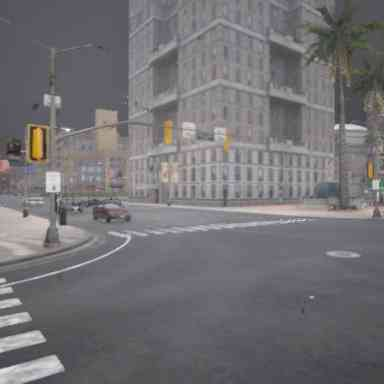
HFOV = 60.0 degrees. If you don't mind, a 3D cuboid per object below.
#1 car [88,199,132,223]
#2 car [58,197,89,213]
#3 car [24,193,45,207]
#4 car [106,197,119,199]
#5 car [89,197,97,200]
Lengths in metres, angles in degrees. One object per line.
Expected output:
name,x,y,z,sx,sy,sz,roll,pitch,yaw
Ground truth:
car,-6.404,1.539,26.251,1.812,1.442,4.674,0,0,-34
car,-13.200,1.503,35.776,2.128,1.511,4.902,0,0,-36
car,-24.409,1.238,51.351,2.150,2.045,5.566,0,0,-36
car,-13.023,1.518,53.679,2.128,1.511,4.902,0,0,-36
car,-15.849,1.527,51.614,1.837,1.490,4.892,0,0,-36
